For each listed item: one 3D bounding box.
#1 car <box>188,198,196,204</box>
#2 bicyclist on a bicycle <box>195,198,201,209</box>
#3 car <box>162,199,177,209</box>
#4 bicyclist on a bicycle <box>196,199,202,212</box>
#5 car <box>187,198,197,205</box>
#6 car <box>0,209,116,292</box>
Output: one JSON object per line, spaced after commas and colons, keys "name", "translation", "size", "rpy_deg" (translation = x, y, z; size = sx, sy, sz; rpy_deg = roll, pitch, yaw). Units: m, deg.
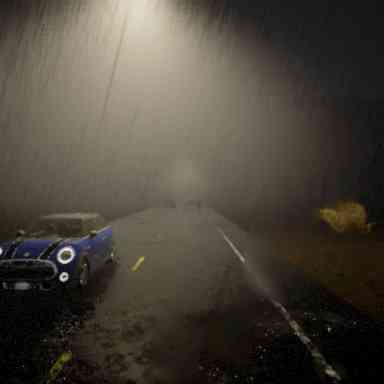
{"name": "car", "translation": [0.025, 2.135, 80.202], "size": [1.994, 1.385, 4.181], "rpy_deg": [0, 0, 0]}
{"name": "bicyclist on a bicycle", "translation": [0.950, 1.816, 52.086], "size": [0.866, 1.612, 1.509], "rpy_deg": [0, 0, 0]}
{"name": "car", "translation": [-3.545, 1.913, 53.133], "size": [1.812, 1.442, 4.674], "rpy_deg": [0, 0, 0]}
{"name": "bicyclist on a bicycle", "translation": [0.976, 1.761, 42.328], "size": [0.582, 1.620, 1.656], "rpy_deg": [0, -1, 0]}
{"name": "car", "translation": [0.021, 1.986, 69.708], "size": [1.882, 1.535, 5.008], "rpy_deg": [0, 0, 0]}
{"name": "car", "translation": [-3.597, 1.421, 9.299], "size": [2.097, 1.767, 4.553], "rpy_deg": [0, 0, 0]}
